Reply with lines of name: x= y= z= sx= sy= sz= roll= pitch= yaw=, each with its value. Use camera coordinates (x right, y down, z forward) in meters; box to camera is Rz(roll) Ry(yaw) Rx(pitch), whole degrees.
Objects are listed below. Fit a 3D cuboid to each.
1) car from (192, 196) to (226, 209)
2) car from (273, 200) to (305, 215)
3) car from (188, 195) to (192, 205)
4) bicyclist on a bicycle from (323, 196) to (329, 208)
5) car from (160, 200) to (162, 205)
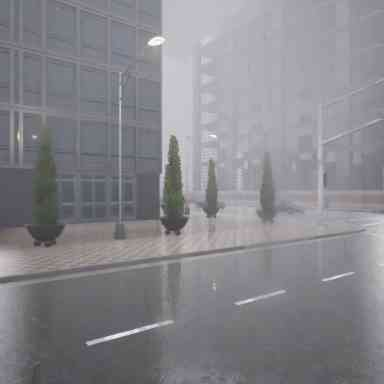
car: x=2.547 y=1.408 z=45.026 sx=2.097 sy=1.767 sz=4.553 roll=0 pitch=0 yaw=-36
car: x=9.709 y=1.581 z=35.252 sx=1.812 sy=1.442 sz=4.674 roll=0 pitch=0 yaw=-36
car: x=-1.005 y=1.407 z=61.995 sx=2.097 sy=1.767 sz=4.553 roll=0 pitch=0 yaw=-36
bicyclist on a bicycle: x=17.854 y=1.356 z=44.381 sx=1.656 sy=1.620 sz=0.582 roll=0 pitch=0 yaw=-36
car: x=-6.938 y=1.547 z=58.102 sx=2.128 sy=1.511 sz=4.902 roll=0 pitch=0 yaw=-36
